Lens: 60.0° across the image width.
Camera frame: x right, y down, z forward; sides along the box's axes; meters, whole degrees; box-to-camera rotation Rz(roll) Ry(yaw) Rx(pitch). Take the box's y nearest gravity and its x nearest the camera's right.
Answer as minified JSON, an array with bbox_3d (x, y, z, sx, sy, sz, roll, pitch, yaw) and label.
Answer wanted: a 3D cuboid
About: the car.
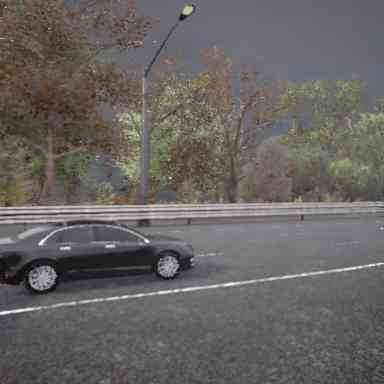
[{"bbox_3d":[-2.304,1.473,8.513,4.892,1.490,1.837,0,0,-24],"label":"car"}]
